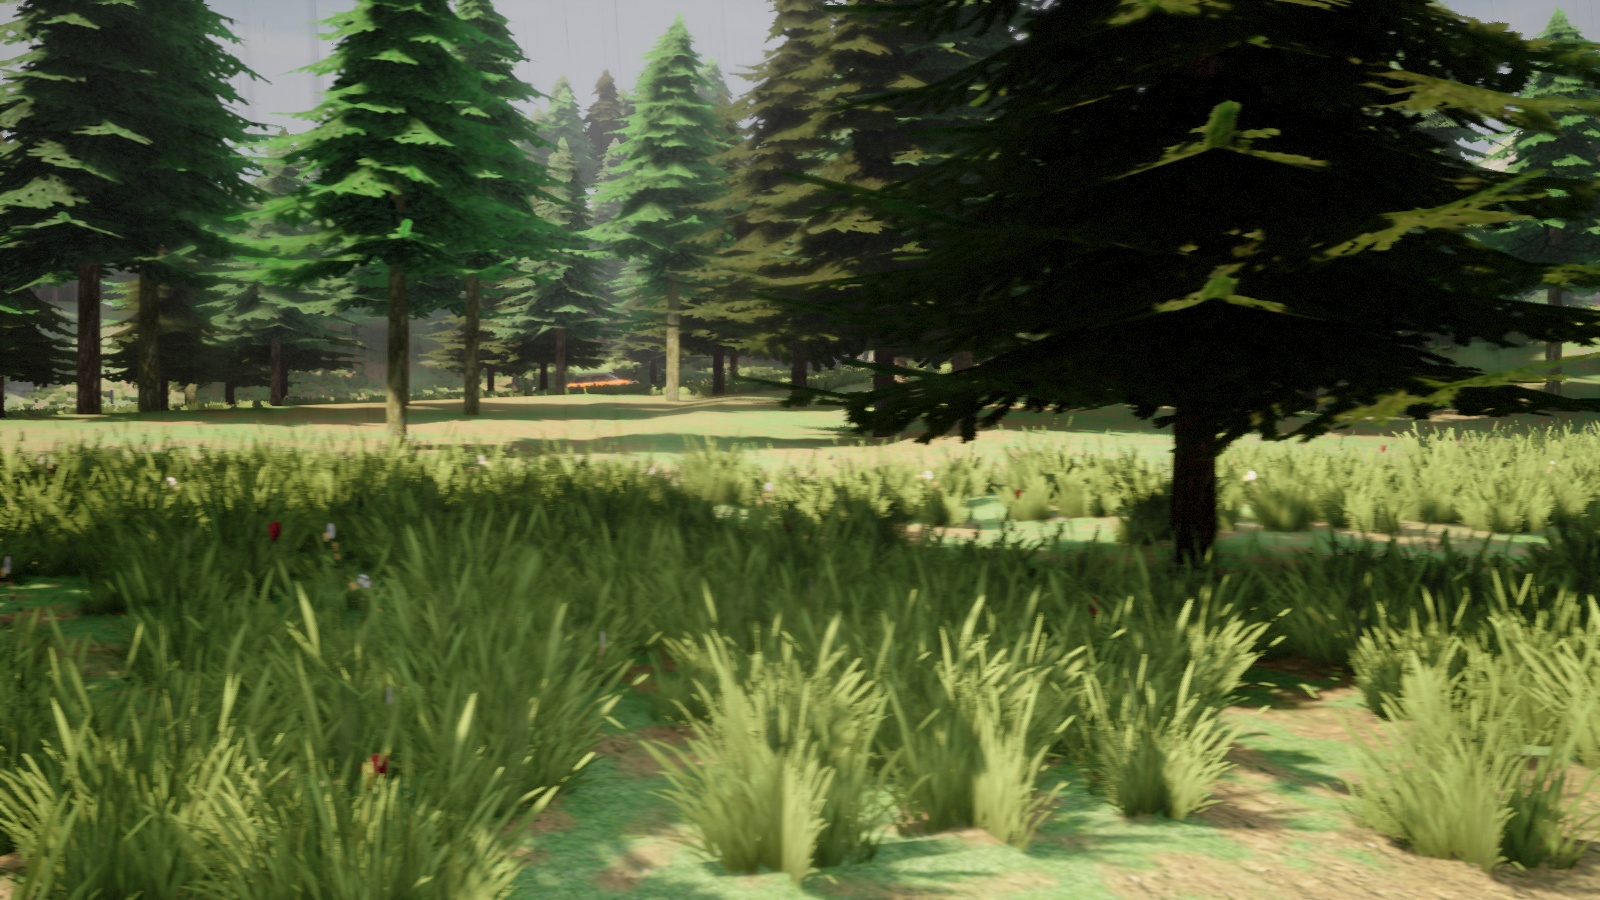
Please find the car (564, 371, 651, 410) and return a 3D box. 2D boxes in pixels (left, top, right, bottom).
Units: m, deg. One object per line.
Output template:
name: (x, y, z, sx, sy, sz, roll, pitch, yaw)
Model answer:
car: (-11.381, -3.525, 74.368, 4.553, 1.767, 2.097, -6, 0, 9)
